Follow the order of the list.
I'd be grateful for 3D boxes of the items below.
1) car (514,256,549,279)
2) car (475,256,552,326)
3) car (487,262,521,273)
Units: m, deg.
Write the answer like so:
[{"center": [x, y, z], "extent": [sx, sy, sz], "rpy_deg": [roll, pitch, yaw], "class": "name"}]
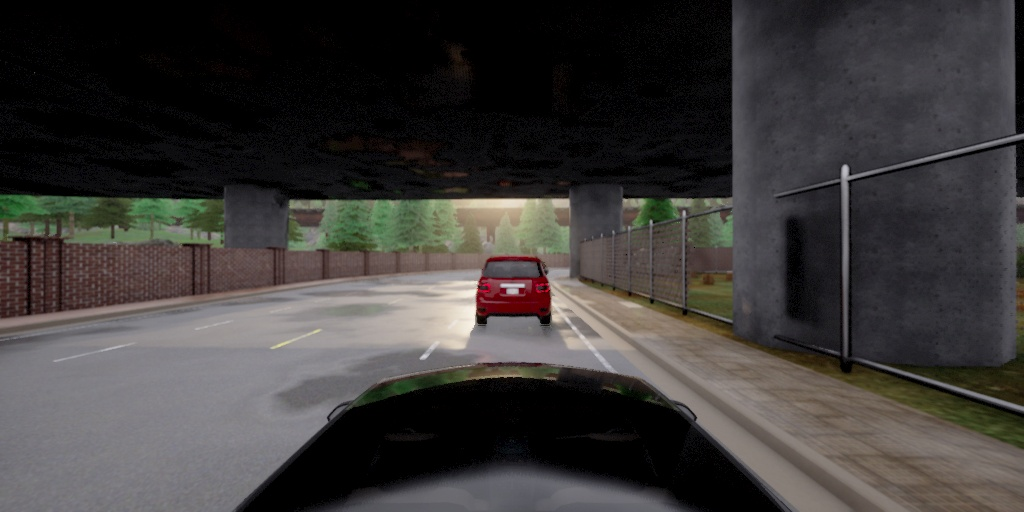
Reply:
[{"center": [2.058, 1.081, 35.591], "extent": [2.150, 2.045, 5.566], "rpy_deg": [0, -1, 17], "class": "car"}, {"center": [0.075, 1.009, 12.027], "extent": [2.150, 2.045, 5.566], "rpy_deg": [0, 0, 1], "class": "car"}, {"center": [-0.974, 1.500, 46.736], "extent": [1.895, 1.301, 4.718], "rpy_deg": [0, 0, 36], "class": "car"}]
